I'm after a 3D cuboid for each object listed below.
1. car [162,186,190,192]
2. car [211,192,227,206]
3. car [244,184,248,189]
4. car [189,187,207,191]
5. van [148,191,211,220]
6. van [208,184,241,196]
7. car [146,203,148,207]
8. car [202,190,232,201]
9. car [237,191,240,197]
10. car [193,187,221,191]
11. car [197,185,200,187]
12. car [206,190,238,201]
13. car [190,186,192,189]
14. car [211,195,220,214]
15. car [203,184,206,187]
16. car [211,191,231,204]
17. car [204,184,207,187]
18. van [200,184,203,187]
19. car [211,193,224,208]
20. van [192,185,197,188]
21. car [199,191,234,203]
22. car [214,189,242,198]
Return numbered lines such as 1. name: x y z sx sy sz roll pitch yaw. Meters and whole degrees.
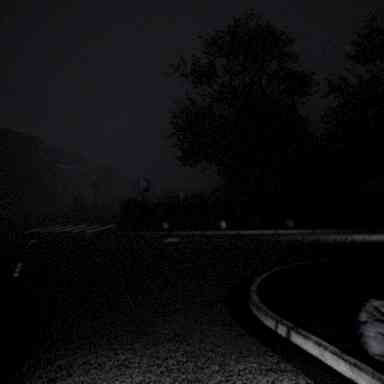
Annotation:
1. car: -3.932 -0.062 73.228 5.566 2.045 2.435 -2 2 13
2. car: 1.009 1.181 35.992 4.792 1.488 2.163 -2 2 13
3. car: 10.861 -0.806 79.249 5.566 2.045 2.435 -2 2 13
4. car: 1.269 0.438 59.549 1.837 1.490 4.892 -2 2 13
5. van: -1.002 1.256 27.908 4.442 1.987 1.878 -2 2 13
6. van: 5.424 0.173 54.887 4.442 1.987 1.878 -2 2 13
7. car: -3.697 1.388 38.028 1.895 1.301 4.718 -2 2 13
8. car: 2.225 0.937 41.401 5.008 1.535 2.097 -2 2 13
9. car: 4.074 0.615 49.513 5.008 1.535 2.097 -2 2 13
10. car: 2.865 0.703 44.095 4.553 1.767 2.185 -2 2 13
11. car: -1.396 -0.241 84.152 5.008 1.535 2.097 -2 2 13
12. car: 4.698 0.548 52.219 4.674 1.452 2.002 -2 2 13
13. car: -3.449 0.084 76.001 5.366 1.575 1.946 -2 2 13
14. car: -0.230 1.398 30.584 4.792 1.488 2.163 -2 2 13
15. car: 0.518 -0.546 92.338 4.792 1.488 2.163 -2 2 13
16. car: 1.594 1.046 38.701 4.892 1.521 2.231 -2 2 13
17. car: 1.114 -0.654 95.080 4.674 1.452 2.002 -2 2 13
18. van: -0.033 -0.691 89.580 4.442 1.987 1.878 -2 2 13
19. car: 0.179 1.264 33.337 5.366 1.575 1.946 -2 2 13
20. van: -1.911 -0.363 81.387 4.442 1.987 1.878 -2 2 13
21. car: 3.459 0.762 46.811 4.674 1.452 2.002 -2 2 13
22. car: 6.532 0.219 60.333 4.792 1.488 2.163 -2 2 13
